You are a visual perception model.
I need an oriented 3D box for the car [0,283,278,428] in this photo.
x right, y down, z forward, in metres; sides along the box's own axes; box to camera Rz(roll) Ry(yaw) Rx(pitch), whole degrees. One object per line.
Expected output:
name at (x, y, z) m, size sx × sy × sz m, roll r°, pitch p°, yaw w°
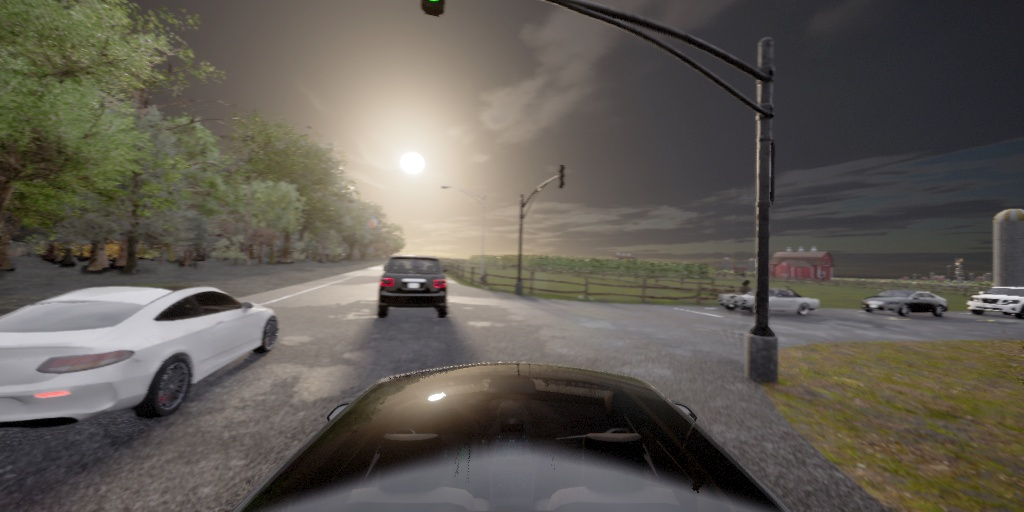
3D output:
car at (-5.143, 1.113, 5.238) m, size 1.812 × 1.442 × 4.674 m, roll 2°, pitch -1°, yaw -15°

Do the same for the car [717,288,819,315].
car at (13.362, 2.334, 18.825) m, size 4.718 × 1.301 × 1.895 m, roll 3°, pitch -2°, yaw -13°

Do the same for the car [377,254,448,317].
car at (-3.596, 0.968, 13.260) m, size 2.150 × 2.045 × 5.566 m, roll 2°, pitch 0°, yaw -14°

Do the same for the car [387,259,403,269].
car at (-18.528, 1.213, 56.923) m, size 2.033 × 1.411 × 5.357 m, roll 2°, pitch -1°, yaw -14°

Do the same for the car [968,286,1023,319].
car at (33.615, 3.050, 23.947) m, size 5.566 × 2.045 × 2.150 m, roll 3°, pitch -2°, yaw -14°

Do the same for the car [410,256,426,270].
car at (-14.782, 1.032, 56.463) m, size 2.150 × 2.045 × 5.566 m, roll 2°, pitch -1°, yaw -15°

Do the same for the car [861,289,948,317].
car at (23.312, 2.763, 21.333) m, size 4.902 × 1.511 × 2.128 m, roll 3°, pitch -2°, yaw -14°
